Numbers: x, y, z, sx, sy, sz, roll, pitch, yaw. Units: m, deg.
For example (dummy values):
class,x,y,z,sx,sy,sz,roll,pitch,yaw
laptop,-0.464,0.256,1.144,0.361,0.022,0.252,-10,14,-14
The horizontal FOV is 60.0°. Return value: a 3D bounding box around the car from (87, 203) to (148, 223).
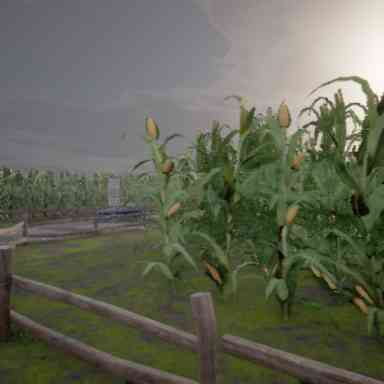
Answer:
class,x,y,z,sx,sy,sz,roll,pitch,yaw
car,-5.603,1.526,25.367,1.895,1.301,4.718,0,1,36
